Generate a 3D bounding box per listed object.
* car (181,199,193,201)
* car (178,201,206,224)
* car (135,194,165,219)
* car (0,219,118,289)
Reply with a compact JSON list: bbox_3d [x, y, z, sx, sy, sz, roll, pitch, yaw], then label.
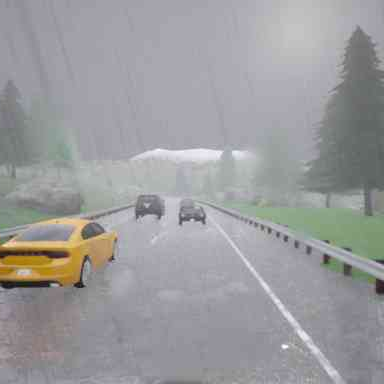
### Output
[{"bbox_3d":[-0.631,1.542,41.168,2.033,1.411,5.357,0,0,-2],"label":"car"},{"bbox_3d":[-0.017,1.597,24.546,1.895,1.301,4.718,0,0,-1],"label":"car"},{"bbox_3d":[-3.604,1.217,29.022,2.150,2.045,5.566,0,0,-1],"label":"car"},{"bbox_3d":[-3.404,1.476,9.218,1.882,1.535,5.008,0,0,0],"label":"car"}]
